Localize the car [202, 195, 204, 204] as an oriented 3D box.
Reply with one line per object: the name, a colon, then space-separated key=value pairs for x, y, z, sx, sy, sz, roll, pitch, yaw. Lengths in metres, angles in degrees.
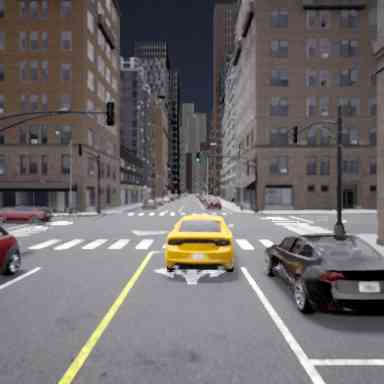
car: x=2.897 y=1.566 z=50.104 sx=1.752 sy=1.417 sz=4.829 roll=0 pitch=0 yaw=0

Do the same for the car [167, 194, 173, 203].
car: x=-5.590 y=1.618 z=71.410 sx=1.752 sy=1.417 sz=4.829 roll=0 pitch=0 yaw=0

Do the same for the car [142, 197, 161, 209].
car: x=-5.637 y=1.613 z=44.537 sx=1.802 sy=1.307 sz=4.206 roll=0 pitch=0 yaw=0

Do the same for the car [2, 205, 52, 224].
car: x=-13.226 y=1.732 z=26.047 sx=4.181 sy=1.385 sz=1.994 roll=0 pitch=0 yaw=3

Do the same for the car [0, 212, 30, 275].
car: x=-5.670 y=1.440 z=7.435 sx=1.967 sy=1.590 sz=4.097 roll=0 pitch=0 yaw=0

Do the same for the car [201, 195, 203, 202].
car: x=2.907 y=1.601 z=55.342 sx=2.008 sy=1.369 sz=4.403 roll=0 pitch=0 yaw=0

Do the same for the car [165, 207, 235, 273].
car: x=0.356 y=1.478 z=10.831 sx=1.882 sy=1.535 sz=5.008 roll=0 pitch=0 yaw=5

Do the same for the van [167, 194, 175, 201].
van: x=-5.562 y=1.497 z=87.806 sx=1.690 sy=1.788 sz=3.998 roll=0 pitch=0 yaw=0

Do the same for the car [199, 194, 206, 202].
car: x=2.925 y=1.518 z=66.160 sx=1.967 sy=1.590 sz=4.097 roll=0 pitch=0 yaw=0

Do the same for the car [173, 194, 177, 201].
car: x=-5.571 y=1.448 z=82.398 sx=2.192 sy=1.841 sz=5.009 roll=0 pitch=0 yaw=0

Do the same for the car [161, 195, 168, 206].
car: x=-5.617 y=1.601 z=55.354 sx=2.008 sy=1.369 sz=4.403 roll=0 pitch=0 yaw=0

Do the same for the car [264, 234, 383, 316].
car: x=2.855 y=1.566 z=7.434 sx=1.947 sy=1.339 sz=4.313 roll=0 pitch=0 yaw=0

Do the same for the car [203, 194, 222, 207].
car: x=2.887 y=1.472 z=44.525 sx=1.967 sy=1.590 sz=4.097 roll=0 pitch=0 yaw=0
